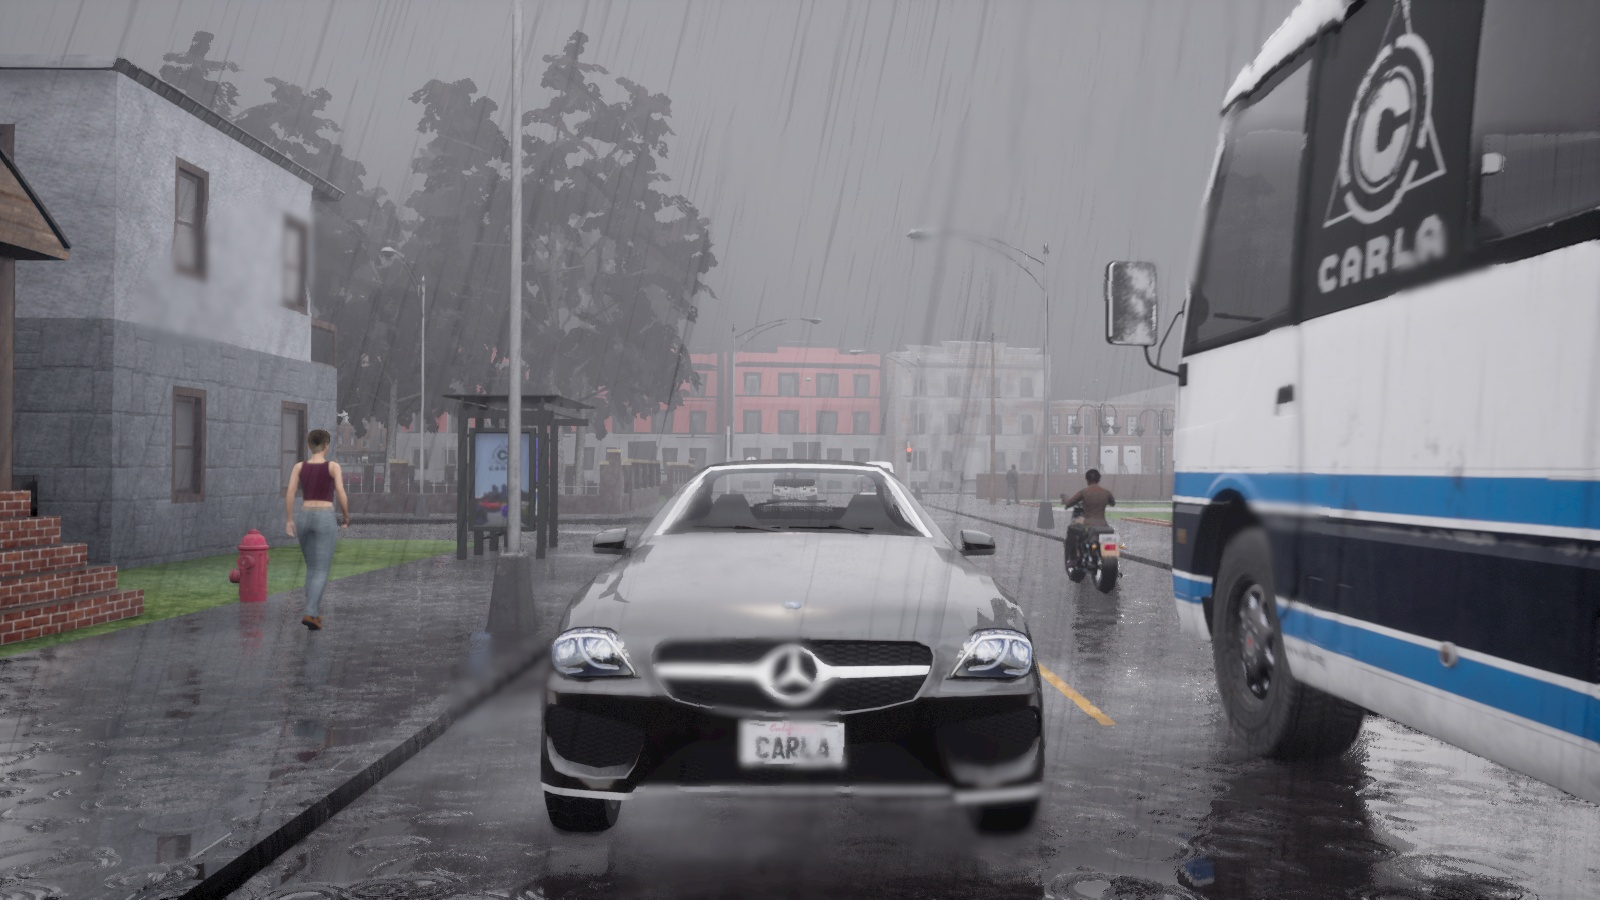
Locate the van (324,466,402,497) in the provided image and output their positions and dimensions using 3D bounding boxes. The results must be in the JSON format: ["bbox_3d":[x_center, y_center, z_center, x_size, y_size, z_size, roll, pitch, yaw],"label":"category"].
[{"bbox_3d":[-28.225,2.041,81.259,4.442,1.987,1.775,0,-1,0],"label":"van"}]

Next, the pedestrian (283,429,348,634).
[{"bbox_3d":[-4.461,0.736,11.585,0.345,1.836,0.594,0,-1,2],"label":"pedestrian"}]

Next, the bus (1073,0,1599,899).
[{"bbox_3d":[3.984,-0.511,3.974,3.944,4.253,10.273,0,-1,0],"label":"bus"}]

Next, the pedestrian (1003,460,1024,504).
[{"bbox_3d":[9.317,1.399,54.853,0.563,1.883,0.849,-1,-1,37],"label":"pedestrian"}]

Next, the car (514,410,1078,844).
[{"bbox_3d":[-0.029,0.716,7.320,2.152,1.651,5.027,0,-1,0],"label":"car"}]

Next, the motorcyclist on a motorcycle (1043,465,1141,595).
[{"bbox_3d":[3.940,1.036,17.139,0.766,1.649,2.350,0,-1,0],"label":"motorcyclist on a motorcycle"}]
